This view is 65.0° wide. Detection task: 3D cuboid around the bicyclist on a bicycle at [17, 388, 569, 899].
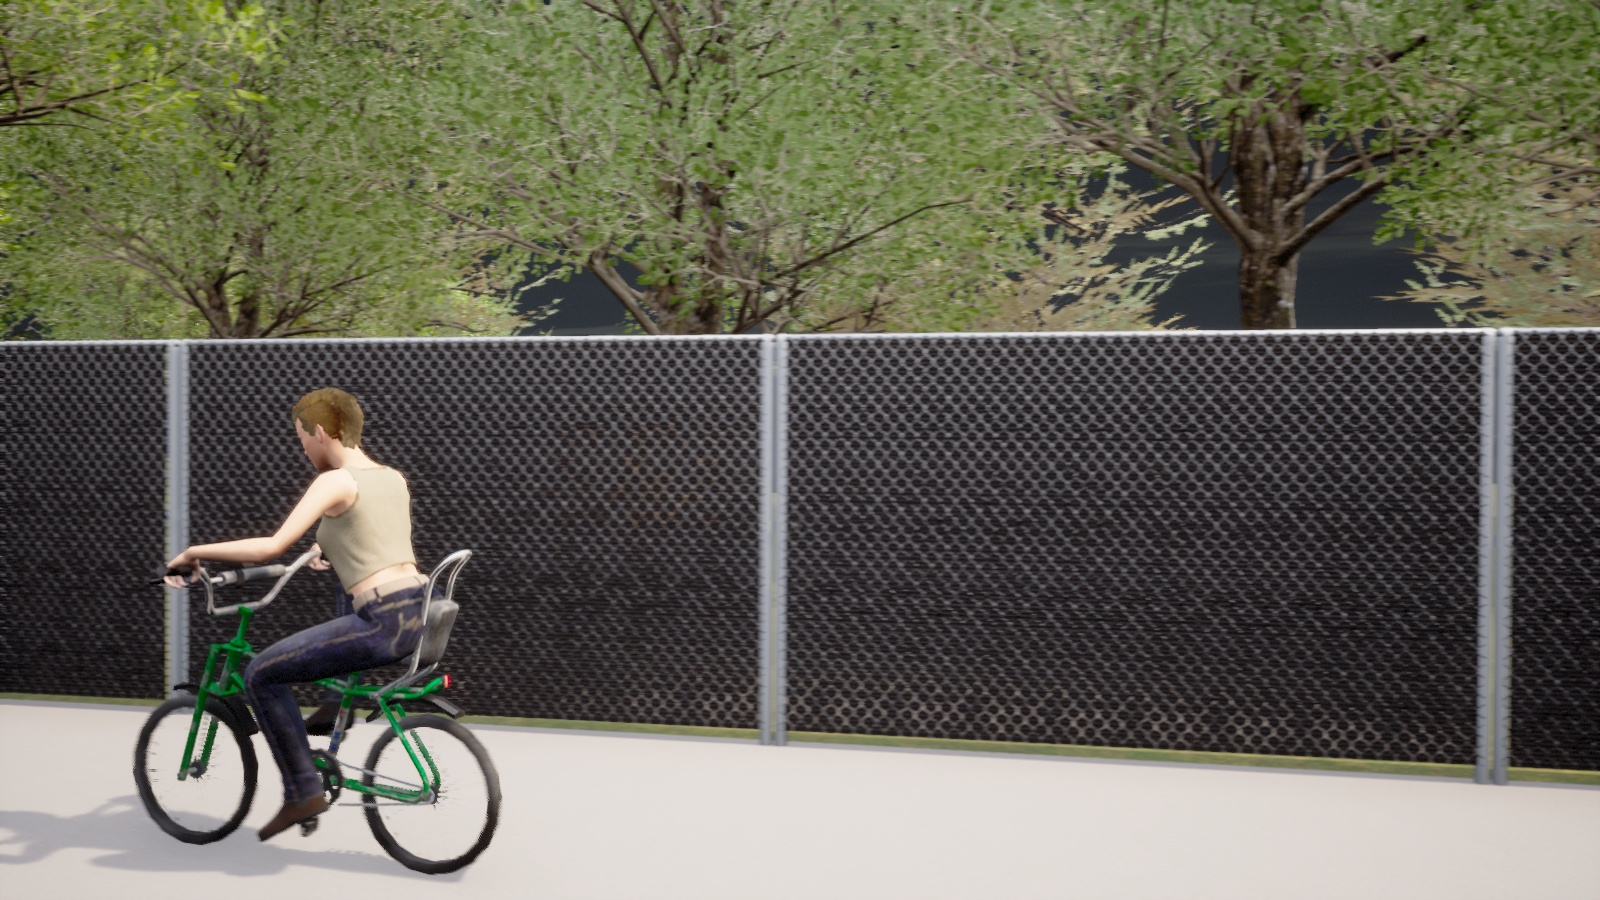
[{"bbox_3d":[-1.683,0.626,4.276,1.509,1.612,0.866,0,1,17],"label":"bicyclist on a bicycle"}]
